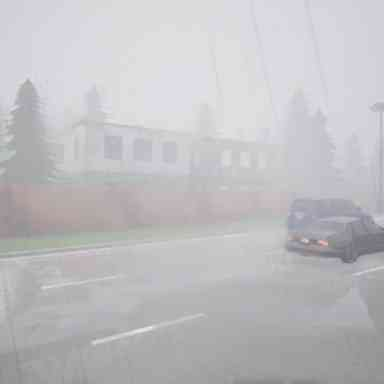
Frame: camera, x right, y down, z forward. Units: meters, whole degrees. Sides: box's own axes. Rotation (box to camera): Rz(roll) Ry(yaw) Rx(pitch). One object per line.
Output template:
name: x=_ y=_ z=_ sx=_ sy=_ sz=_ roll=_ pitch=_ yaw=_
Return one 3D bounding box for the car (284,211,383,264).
car: x=5.649 y=1.608 z=12.067 sx=5.357 sy=1.411 sz=2.033 roll=0 pitch=0 yaw=-35

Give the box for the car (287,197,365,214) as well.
car: x=7.385 y=1.307 z=17.600 sx=5.566 sy=2.045 sz=2.150 roll=0 pitch=0 yaw=-35
